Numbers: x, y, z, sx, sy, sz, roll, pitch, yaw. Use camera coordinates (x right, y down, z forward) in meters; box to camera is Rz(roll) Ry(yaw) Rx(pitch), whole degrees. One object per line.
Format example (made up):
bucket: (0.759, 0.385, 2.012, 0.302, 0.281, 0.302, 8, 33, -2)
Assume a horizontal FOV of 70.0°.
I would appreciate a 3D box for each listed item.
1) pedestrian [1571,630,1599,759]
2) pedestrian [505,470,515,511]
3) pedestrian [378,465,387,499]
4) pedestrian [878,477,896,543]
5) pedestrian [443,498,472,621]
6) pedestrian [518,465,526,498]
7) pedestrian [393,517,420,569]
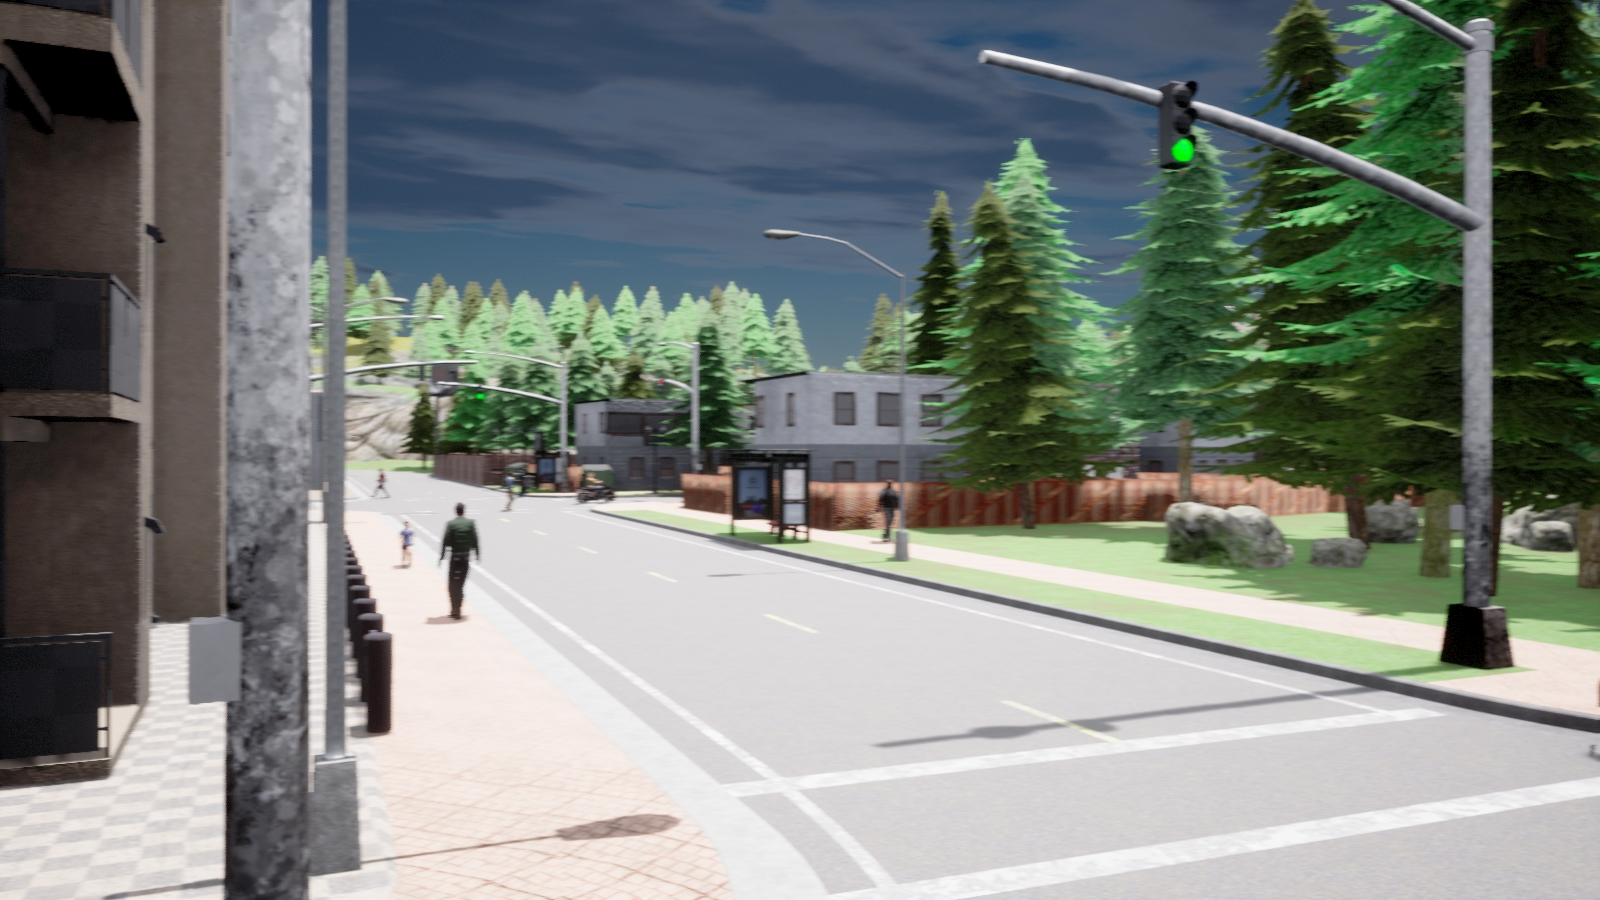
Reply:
pedestrian: (7.467, 2.245, 10.452, 0.500, 1.100, 0.500, 0, 0, -24)
pedestrian: (-13.094, 1.829, 51.522, 0.375, 1.860, 0.375, 0, 0, -5)
pedestrian: (-23.554, 1.804, 64.450, 0.375, 1.860, 0.375, 0, 0, -33)
pedestrian: (2.478, 1.713, 32.608, 0.375, 1.860, 0.375, 0, 0, -25)
pedestrian: (-5.279, 1.676, 17.610, 0.375, 1.860, 0.375, 0, 0, -25)
pedestrian: (-16.169, 1.831, 66.496, 0.375, 1.860, 0.375, 0, 0, -3)
pedestrian: (-8.713, 2.053, 25.279, 0.500, 1.100, 0.500, 0, 0, -26)
